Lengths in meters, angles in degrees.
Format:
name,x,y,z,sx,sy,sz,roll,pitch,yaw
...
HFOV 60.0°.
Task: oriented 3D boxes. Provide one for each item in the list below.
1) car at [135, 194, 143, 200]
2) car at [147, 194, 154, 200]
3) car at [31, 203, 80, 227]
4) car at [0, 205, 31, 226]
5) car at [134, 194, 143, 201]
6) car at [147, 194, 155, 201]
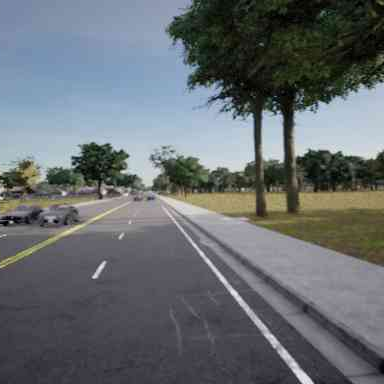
name,x,y,z,sx,sy,sz,roll,pitch,yaw
car,-14.610,1.376,91.812,1.812,1.442,4.674,-1,0,-7
car,-11.386,1.272,92.215,1.837,1.490,4.892,-1,0,-7
car,-9.463,1.597,24.006,2.128,1.511,4.902,-1,0,-7
car,-12.972,1.727,26.053,2.033,1.411,5.357,-1,0,-7
car,-13.313,1.526,81.474,2.128,1.511,4.902,-1,0,-7
car,-10.090,1.399,81.876,1.882,1.535,5.008,-1,0,-7
